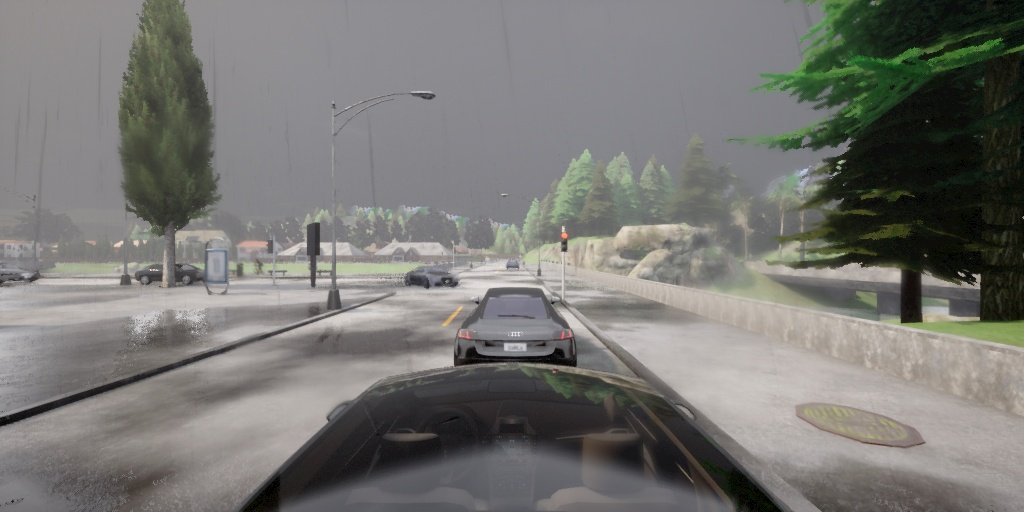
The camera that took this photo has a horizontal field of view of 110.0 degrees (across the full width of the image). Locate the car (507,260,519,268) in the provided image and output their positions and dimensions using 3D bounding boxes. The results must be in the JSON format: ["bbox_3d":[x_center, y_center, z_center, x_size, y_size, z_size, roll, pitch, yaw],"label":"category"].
[{"bbox_3d":[0.118,1.314,58.806,1.994,1.385,4.181,0,0,0],"label":"car"}]

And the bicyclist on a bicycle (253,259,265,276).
[{"bbox_3d":[-24.099,1.099,34.120,0.582,1.620,1.656,0,0,0],"label":"bicyclist on a bicycle"}]

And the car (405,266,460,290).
[{"bbox_3d":[-5.056,1.312,22.533,1.994,1.385,4.181,1,0,-40],"label":"car"}]

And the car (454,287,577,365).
[{"bbox_3d":[0.064,1.314,7.295,1.994,1.385,4.181,0,0,0],"label":"car"}]

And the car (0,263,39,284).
[{"bbox_3d":[-37.166,1.237,25.728,4.902,1.511,2.128,0,0,0],"label":"car"}]

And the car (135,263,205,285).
[{"bbox_3d":[-24.023,1.255,25.722,4.892,1.490,1.837,0,0,0],"label":"car"}]
